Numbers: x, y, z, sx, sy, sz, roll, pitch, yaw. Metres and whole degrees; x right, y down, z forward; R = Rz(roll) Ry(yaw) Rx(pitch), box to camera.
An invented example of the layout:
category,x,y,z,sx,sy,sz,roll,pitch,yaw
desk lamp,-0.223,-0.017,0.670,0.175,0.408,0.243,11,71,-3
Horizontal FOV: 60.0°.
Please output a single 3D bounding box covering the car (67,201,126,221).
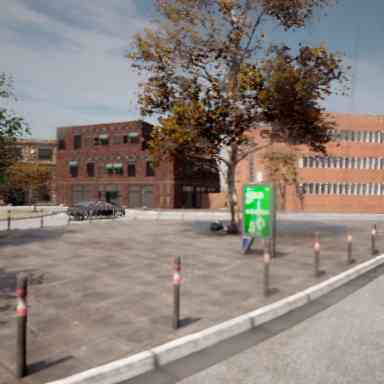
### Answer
category,x,y,z,sx,sy,sz,roll,pitch,yaw
car,-7.719,1.462,27.333,4.902,1.511,2.128,1,0,-45
